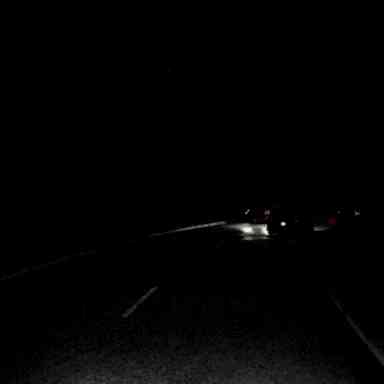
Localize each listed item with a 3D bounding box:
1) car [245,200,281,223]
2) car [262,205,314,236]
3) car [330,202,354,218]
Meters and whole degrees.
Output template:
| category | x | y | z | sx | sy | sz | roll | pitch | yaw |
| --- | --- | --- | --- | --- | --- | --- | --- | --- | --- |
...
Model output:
| category | x | y | z | sx | sy | sz | roll | pitch | yaw |
| --- | --- | --- | --- | --- | --- | --- | --- | --- | --- |
| car | 5.996 | 1.556 | 26.878 | 2.097 | 1.767 | 4.553 | 0 | -1 | 34 |
| car | 5.834 | 1.699 | 19.480 | 1.994 | 1.385 | 4.181 | 0 | -1 | 29 |
| car | 15.511 | 1.796 | 34.329 | 2.128 | 1.511 | 4.902 | 0 | -1 | 32 |
